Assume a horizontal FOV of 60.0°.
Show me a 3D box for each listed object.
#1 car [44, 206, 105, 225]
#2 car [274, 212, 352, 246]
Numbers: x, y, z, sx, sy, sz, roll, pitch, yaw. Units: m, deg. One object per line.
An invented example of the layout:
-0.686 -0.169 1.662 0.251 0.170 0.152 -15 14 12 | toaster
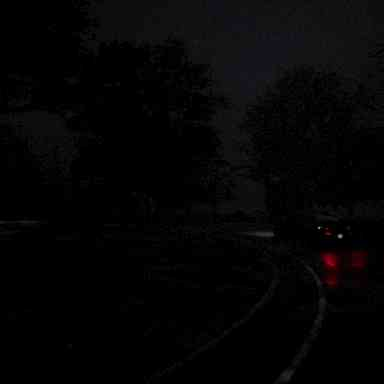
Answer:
-9.939 1.949 28.194 5.008 1.535 1.882 -1 -2 2 | car
5.695 1.673 16.147 1.812 1.442 4.674 0 -1 -12 | car
